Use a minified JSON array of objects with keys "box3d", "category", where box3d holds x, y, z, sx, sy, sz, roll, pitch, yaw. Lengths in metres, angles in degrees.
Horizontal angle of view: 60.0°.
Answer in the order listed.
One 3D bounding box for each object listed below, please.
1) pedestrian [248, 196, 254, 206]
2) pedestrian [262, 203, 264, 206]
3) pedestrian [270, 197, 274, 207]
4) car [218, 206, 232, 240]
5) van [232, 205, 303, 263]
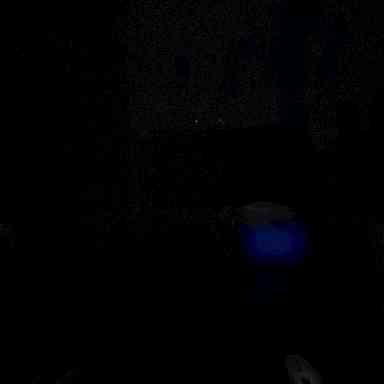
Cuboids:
[{"box3d":[6.015,1.356,34.026,0.375,1.860,0.375,0,-1,0],"category":"pedestrian"},{"box3d":[7.015,1.357,32.826,0.375,1.860,0.375,0,-1,0],"category":"pedestrian"},{"box3d":[8.015,1.367,33.425,0.375,1.860,0.375,0,-1,0],"category":"pedestrian"},{"box3d":[2.646,1.551,17.493,1.967,1.590,4.097,0,0,0],"category":"car"},{"box3d":[2.646,1.416,12.056,1.690,1.788,3.998,0,0,0],"category":"van"}]
